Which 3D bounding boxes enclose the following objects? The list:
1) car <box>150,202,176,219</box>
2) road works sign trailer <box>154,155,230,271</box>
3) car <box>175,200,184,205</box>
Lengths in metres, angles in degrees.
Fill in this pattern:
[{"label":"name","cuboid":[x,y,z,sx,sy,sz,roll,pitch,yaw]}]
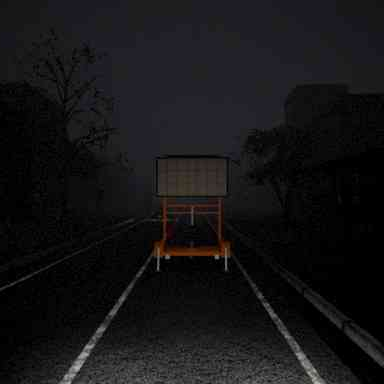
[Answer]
[{"label":"car","cuboid":[-3.075,1.998,34.249,2.033,1.411,5.357,0,-1,0]},{"label":"road works sign trailer","cuboid":[0.009,0.567,11.193,2.380,3.560,2.880,0,-1,0]},{"label":"car","cuboid":[-2.941,2.457,75.376,1.812,1.442,4.674,0,0,0]}]
